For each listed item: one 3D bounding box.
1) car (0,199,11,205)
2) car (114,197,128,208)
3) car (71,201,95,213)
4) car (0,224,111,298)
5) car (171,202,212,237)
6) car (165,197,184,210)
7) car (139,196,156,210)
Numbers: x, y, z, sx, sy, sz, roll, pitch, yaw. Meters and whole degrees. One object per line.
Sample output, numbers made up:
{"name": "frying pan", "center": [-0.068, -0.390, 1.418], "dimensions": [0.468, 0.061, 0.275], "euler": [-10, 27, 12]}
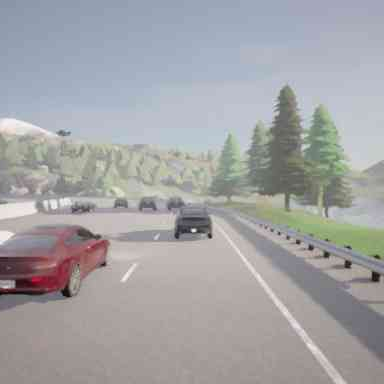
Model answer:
{"name": "car", "center": [-23.135, 1.559, 39.418], "dimensions": [2.033, 1.411, 5.357], "euler": [0, 0, -9]}
{"name": "car", "center": [-10.512, 1.505, 49.098], "dimensions": [2.128, 1.511, 4.902], "euler": [0, 0, -13]}
{"name": "car", "center": [-11.840, 1.611, 36.487], "dimensions": [1.895, 1.301, 4.718], "euler": [0, 0, -8]}
{"name": "car", "center": [-3.402, 1.528, 8.426], "dimensions": [1.812, 1.442, 4.674], "euler": [0, 0, 0]}
{"name": "car", "center": [0.034, 1.511, 17.868], "dimensions": [1.837, 1.490, 4.892], "euler": [0, 0, -1]}
{"name": "car", "center": [-2.243, 1.362, 42.905], "dimensions": [2.097, 1.767, 4.553], "euler": [0, 0, -9]}
{"name": "car", "center": [-5.786, 1.362, 42.919], "dimensions": [2.097, 1.767, 4.553], "euler": [0, 0, -9]}
